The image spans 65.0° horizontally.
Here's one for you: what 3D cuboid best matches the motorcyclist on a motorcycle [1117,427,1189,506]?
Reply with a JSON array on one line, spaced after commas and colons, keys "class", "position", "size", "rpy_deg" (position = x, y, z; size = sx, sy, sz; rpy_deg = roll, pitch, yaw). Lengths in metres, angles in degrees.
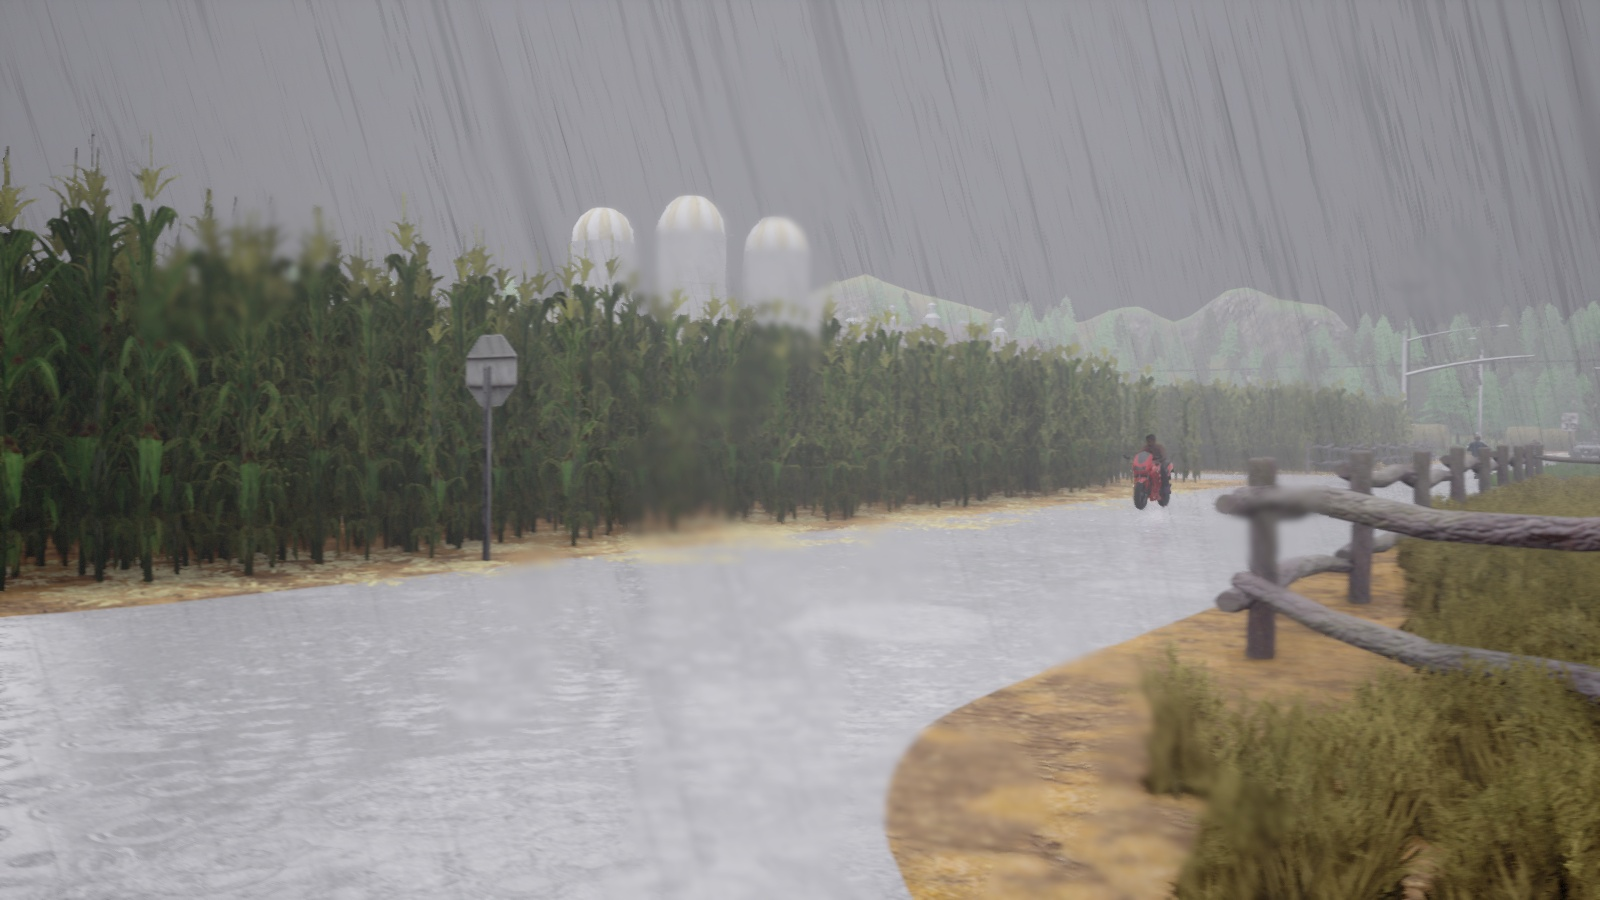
[{"class": "motorcyclist on a motorcycle", "position": [7.123, 0.308, 25.288], "size": [0.797, 1.523, 2.044], "rpy_deg": [0, 1, 34]}]
